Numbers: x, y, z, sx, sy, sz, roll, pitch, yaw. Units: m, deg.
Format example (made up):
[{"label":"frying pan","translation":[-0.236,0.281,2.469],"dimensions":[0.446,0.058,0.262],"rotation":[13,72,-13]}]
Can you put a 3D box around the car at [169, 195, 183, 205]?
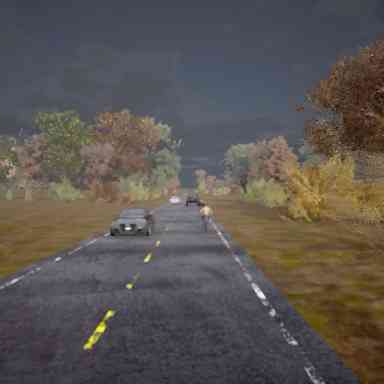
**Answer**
[{"label":"car","translation":[-3.035,1.515,59.776],"dimensions":[1.812,1.442,4.674],"rotation":[0,0,1]}]

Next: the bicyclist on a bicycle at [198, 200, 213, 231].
[{"label":"bicyclist on a bicycle","translation":[0.846,1.441,19.734],"dimensions":[0.866,1.612,1.509],"rotation":[0,0,0]}]

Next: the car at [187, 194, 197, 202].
[{"label":"car","translation":[-0.002,1.333,73.945],"dimensions":[2.097,1.767,4.553],"rotation":[0,0,0]}]

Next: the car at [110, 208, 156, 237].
[{"label":"car","translation":[-3.099,1.568,18.081],"dimensions":[1.994,1.385,4.181],"rotation":[0,0,0]}]

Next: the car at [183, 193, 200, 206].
[{"label":"car","translation":[0.097,1.214,55.543],"dimensions":[2.150,2.045,5.566],"rotation":[0,0,0]}]

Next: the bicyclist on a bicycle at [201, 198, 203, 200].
[{"label":"bicyclist on a bicycle","translation":[0.826,1.375,28.733],"dimensions":[0.659,1.776,1.843],"rotation":[0,0,0]}]
